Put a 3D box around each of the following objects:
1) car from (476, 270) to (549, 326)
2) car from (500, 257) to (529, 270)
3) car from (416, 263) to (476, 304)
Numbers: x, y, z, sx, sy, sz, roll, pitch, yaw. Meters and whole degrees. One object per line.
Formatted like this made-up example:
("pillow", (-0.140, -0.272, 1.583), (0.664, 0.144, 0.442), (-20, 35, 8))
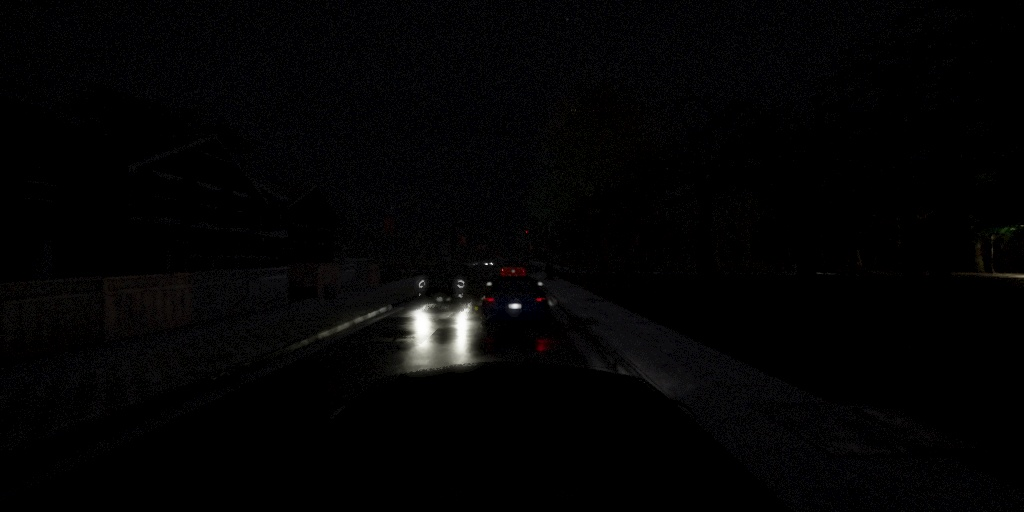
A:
("car", (0.091, 1.332, 11.737), (1.994, 1.385, 4.181), (0, 0, 0))
("car", (0.103, 1.141, 28.869), (2.097, 1.767, 4.553), (0, 0, 0))
("car", (-2.842, 1.126, 16.344), (2.097, 1.767, 4.553), (0, 0, 0))
